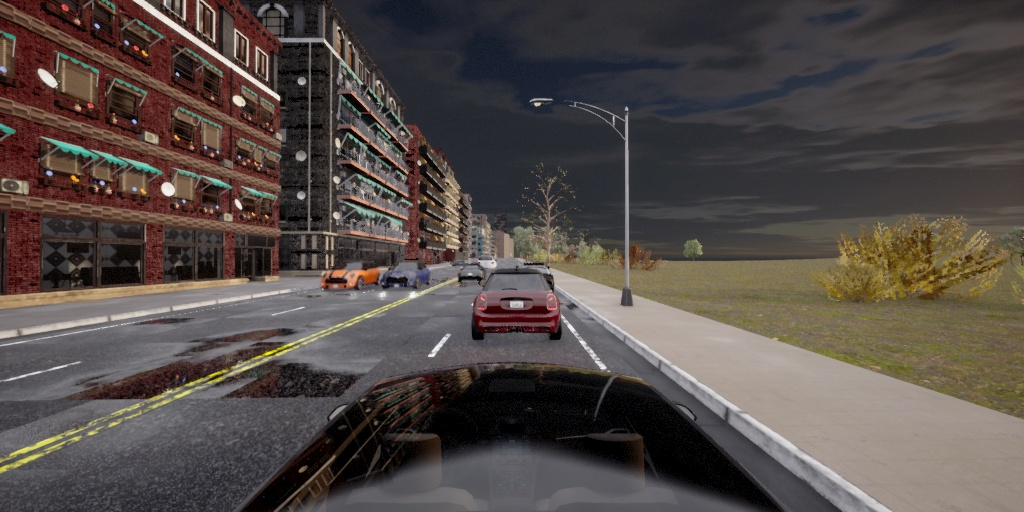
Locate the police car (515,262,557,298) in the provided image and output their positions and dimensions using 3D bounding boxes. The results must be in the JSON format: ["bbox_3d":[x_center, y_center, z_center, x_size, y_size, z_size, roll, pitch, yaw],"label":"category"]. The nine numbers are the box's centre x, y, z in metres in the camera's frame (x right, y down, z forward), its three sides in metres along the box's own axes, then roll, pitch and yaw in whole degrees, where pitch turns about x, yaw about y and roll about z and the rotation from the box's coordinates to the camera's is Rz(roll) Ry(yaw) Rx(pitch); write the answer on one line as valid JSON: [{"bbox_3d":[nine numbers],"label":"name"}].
[{"bbox_3d":[1.173,1.178,19.622,1.930,1.638,5.238,0,0,0],"label":"police car"}]

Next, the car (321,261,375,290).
[{"bbox_3d":[-9.810,1.104,22.200,2.097,1.767,4.553,0,0,0],"label":"car"}]

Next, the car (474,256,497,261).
[{"bbox_3d":[-3.062,0.974,44.288,2.150,2.045,5.566,0,0,0],"label":"car"}]

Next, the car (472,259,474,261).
[{"bbox_3d":[-6.420,1.253,64.987,1.837,1.490,4.892,0,0,1],"label":"car"}]

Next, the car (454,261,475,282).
[{"bbox_3d":[-3.096,1.315,28.596,1.994,1.385,4.181,0,0,0],"label":"car"}]

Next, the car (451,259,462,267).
[{"bbox_3d":[-9.671,1.314,64.573,1.994,1.385,4.181,0,0,1],"label":"car"}]

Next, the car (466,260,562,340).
[{"bbox_3d":[0.112,1.103,10.126,2.097,1.767,4.553,0,0,0],"label":"car"}]

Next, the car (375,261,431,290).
[{"bbox_3d":[-6.558,1.104,22.616,2.097,1.767,4.553,0,0,0],"label":"car"}]
